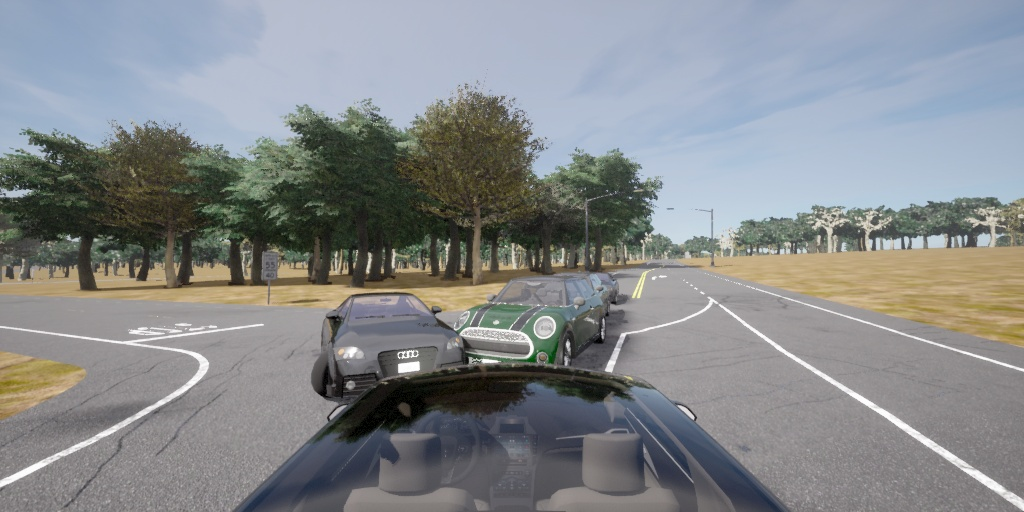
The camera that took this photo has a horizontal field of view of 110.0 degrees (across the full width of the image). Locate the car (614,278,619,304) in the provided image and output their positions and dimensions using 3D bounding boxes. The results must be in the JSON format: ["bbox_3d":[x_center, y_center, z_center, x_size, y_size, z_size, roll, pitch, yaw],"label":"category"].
[{"bbox_3d":[4.220,1.509,17.823,1.994,1.385,4.181,-1,0,19],"label":"car"}]

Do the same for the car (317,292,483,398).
[{"bbox_3d":[-2.352,1.375,6.578,1.994,1.385,4.181,1,-2,-29],"label":"car"}]

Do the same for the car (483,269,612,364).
[{"bbox_3d":[0.620,1.217,7.783,2.097,1.767,4.553,-1,-2,26],"label":"car"}]

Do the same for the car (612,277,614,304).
[{"bbox_3d":[2.026,1.344,12.096,2.097,1.767,4.553,-1,-1,21],"label":"car"}]
